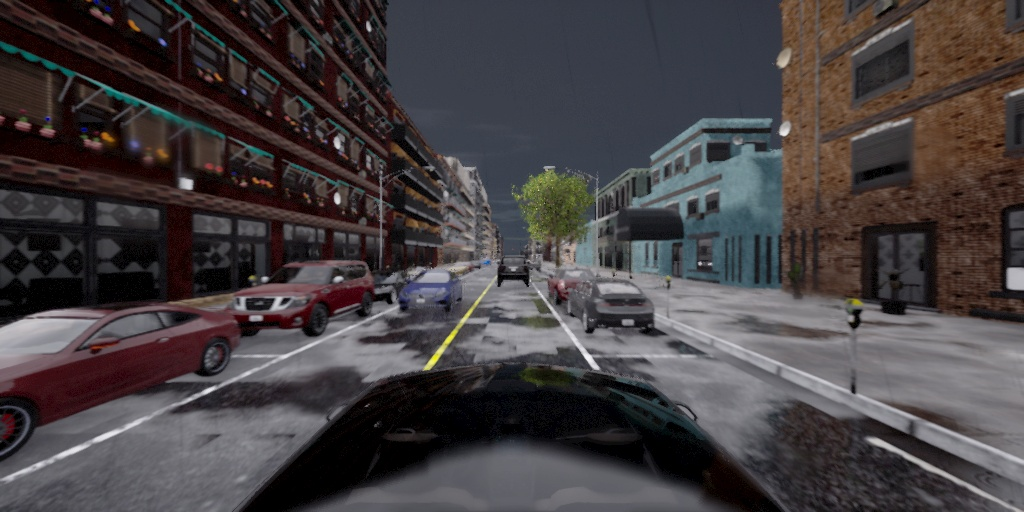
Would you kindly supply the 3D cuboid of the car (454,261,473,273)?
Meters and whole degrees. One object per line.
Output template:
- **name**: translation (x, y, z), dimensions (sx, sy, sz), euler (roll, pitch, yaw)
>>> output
- **car**: translation (-5.702, 1.297, 38.803), dimensions (1.751, 1.417, 4.829), euler (0, 0, 0)

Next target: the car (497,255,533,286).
- **car**: translation (0.092, 0.980, 25.453), dimensions (2.150, 2.045, 5.566), euler (0, 0, 0)

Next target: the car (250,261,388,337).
- **car**: translation (-5.693, 1.066, 10.489), dimensions (2.192, 1.841, 5.009), euler (0, 0, 0)

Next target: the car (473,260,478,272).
- **car**: translation (-5.703, 1.322, 44.670), dimensions (1.888, 1.381, 4.507), euler (0, 0, 0)

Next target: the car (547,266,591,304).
- **car**: translation (2.686, 1.193, 16.187), dimensions (1.967, 1.591, 4.097), euler (0, 0, 0)

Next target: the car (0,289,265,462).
- **car**: translation (-5.691, 1.332, 4.793), dimensions (1.802, 1.307, 4.207), euler (0, 0, 0)

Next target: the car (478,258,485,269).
- **car**: translation (-5.706, 1.358, 56.062), dimensions (1.948, 1.339, 4.313), euler (0, 0, 0)

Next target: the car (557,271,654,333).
- **car**: translation (2.688, 1.302, 10.490), dimensions (2.007, 1.370, 4.403), euler (0, 0, 0)

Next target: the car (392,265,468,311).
- **car**: translation (-3.088, 1.278, 14.508), dimensions (1.812, 1.442, 4.674), euler (0, 0, 0)

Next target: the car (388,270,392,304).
- **car**: translation (-5.695, 1.319, 16.186), dimensions (1.948, 1.339, 4.313), euler (0, 0, 0)

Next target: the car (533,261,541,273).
- **car**: translation (2.678, 1.327, 44.670), dimensions (2.007, 1.370, 4.403), euler (0, 0, 0)
